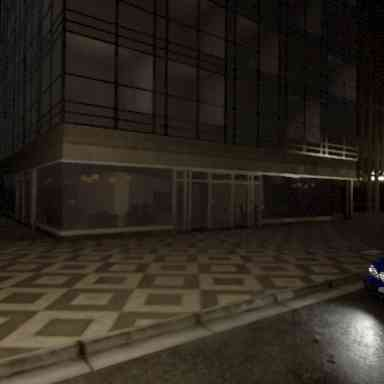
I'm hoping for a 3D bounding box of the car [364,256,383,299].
[{"bbox_3d":[5.792,1.615,7.514,4.674,1.442,1.812,1,0,-35],"label":"car"}]
